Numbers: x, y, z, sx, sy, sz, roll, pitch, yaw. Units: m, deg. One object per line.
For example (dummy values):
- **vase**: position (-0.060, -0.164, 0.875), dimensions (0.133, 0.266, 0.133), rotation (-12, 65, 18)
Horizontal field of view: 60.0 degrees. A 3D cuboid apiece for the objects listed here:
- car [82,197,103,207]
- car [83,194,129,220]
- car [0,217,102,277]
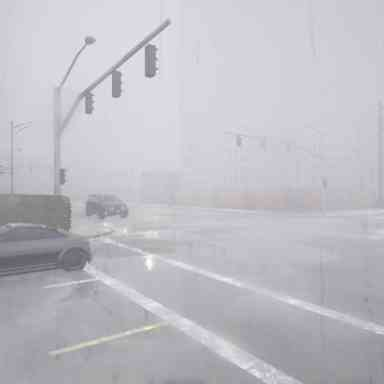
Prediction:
- **car**: position (-15.991, 1.564, 53.304), dimensions (1.994, 1.385, 4.181), rotation (0, 0, -35)
- **car**: position (-7.414, 1.221, 28.573), dimensions (2.150, 2.045, 5.566), rotation (0, 0, -35)
- **car**: position (-4.926, 1.564, 9.119), dimensions (4.181, 1.385, 1.994), rotation (0, 0, -38)
